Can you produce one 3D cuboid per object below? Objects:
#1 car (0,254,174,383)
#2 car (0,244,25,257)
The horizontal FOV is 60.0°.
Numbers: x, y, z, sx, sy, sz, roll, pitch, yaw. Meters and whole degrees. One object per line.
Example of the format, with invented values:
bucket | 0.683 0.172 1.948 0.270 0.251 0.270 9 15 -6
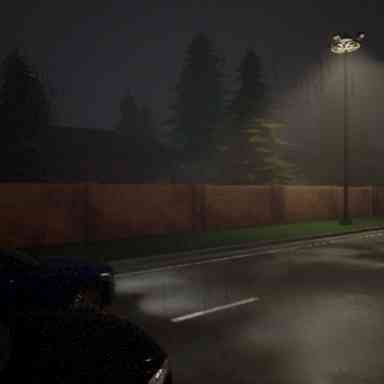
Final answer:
car | -2.376 1.493 2.052 4.902 1.511 2.128 0 0 -36
car | -3.588 1.526 5.487 4.674 1.442 1.812 0 0 -36
